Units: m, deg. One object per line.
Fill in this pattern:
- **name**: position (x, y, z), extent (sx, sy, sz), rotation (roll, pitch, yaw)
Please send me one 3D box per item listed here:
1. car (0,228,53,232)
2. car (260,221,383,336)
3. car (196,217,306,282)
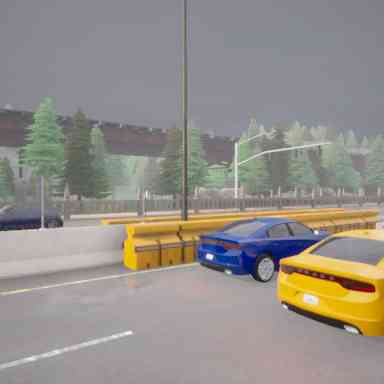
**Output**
- **car**: position (-9.668, 1.364, 18.470), extent (4.553, 1.767, 2.097), rotation (0, 0, -36)
- **car**: position (3.816, 1.478, 6.476), extent (5.008, 1.535, 1.882), rotation (0, 0, -35)
- **car**: position (2.455, 1.478, 9.805), extent (5.008, 1.535, 1.882), rotation (0, 0, -36)
